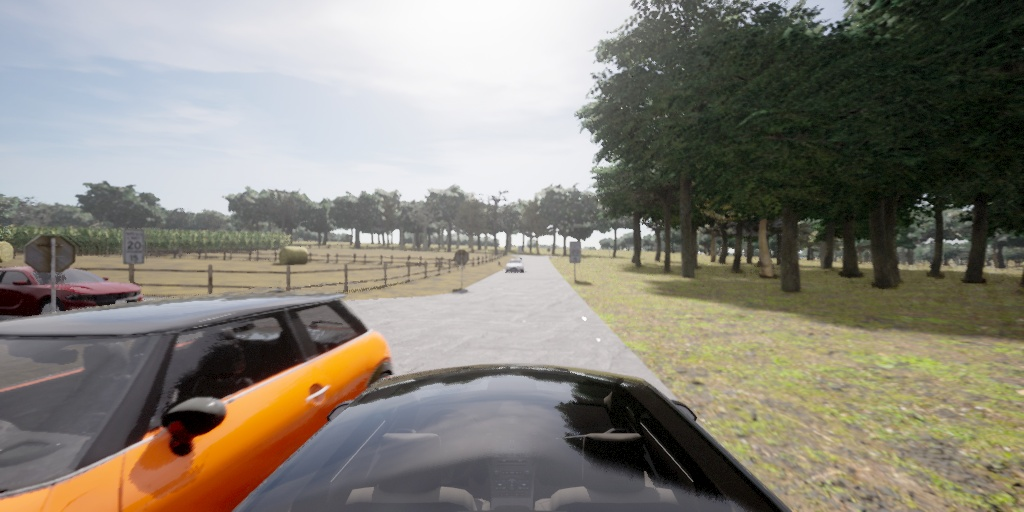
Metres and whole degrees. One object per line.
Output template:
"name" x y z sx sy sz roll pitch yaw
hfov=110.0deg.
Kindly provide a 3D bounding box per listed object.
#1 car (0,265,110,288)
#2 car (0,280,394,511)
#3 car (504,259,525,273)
"car" -13.826 1.051 10.675 5.008 1.535 1.882 1 0 6
"car" -2.524 1.119 2.301 2.097 1.767 4.553 0 -1 5
"car" 0.364 1.045 38.838 1.812 1.442 4.674 0 1 5
